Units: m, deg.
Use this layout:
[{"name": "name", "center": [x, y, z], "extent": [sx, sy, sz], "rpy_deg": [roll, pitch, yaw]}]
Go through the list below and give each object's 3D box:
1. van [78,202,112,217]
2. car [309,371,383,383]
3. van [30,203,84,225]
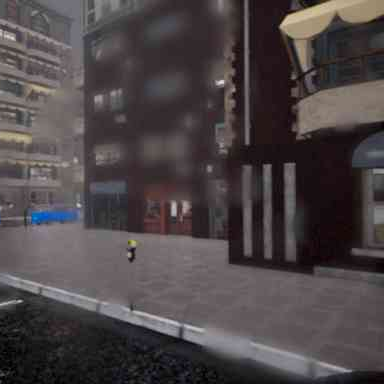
[{"name": "van", "center": [-12.385, 2.233, 42.742], "extent": [1.690, 1.788, 3.998], "rpy_deg": [-2, -2, 35]}, {"name": "car", "center": [2.415, 1.538, 1.149], "extent": [4.403, 1.369, 2.008], "rpy_deg": [-1, 0, 36]}, {"name": "van", "center": [-11.832, 1.952, 28.822], "extent": [1.690, 1.788, 3.998], "rpy_deg": [-2, -2, 35]}]
